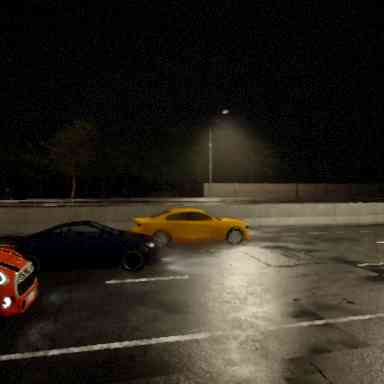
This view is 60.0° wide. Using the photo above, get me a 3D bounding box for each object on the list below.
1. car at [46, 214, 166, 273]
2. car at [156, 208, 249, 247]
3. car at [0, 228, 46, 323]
[{"bbox_3d":[-3.062,1.539,9.754,4.181,1.385,1.994,0,0,-14],"label":"car"},{"bbox_3d":[-0.026,1.435,14.121,5.008,1.535,1.882,0,0,-14],"label":"car"},{"bbox_3d":[-5.158,1.341,5.622,4.553,1.767,2.097,0,0,-14],"label":"car"}]
